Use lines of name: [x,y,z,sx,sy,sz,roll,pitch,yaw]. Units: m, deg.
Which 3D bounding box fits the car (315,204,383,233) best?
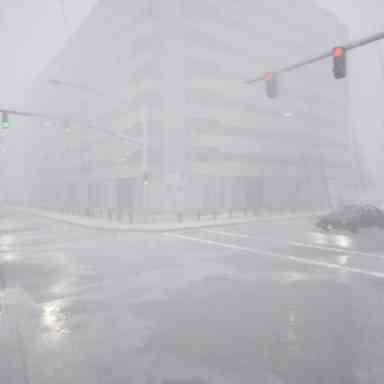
car: [9.139,1.387,18.585,5.357,1.411,2.033,-1,0,-37]
